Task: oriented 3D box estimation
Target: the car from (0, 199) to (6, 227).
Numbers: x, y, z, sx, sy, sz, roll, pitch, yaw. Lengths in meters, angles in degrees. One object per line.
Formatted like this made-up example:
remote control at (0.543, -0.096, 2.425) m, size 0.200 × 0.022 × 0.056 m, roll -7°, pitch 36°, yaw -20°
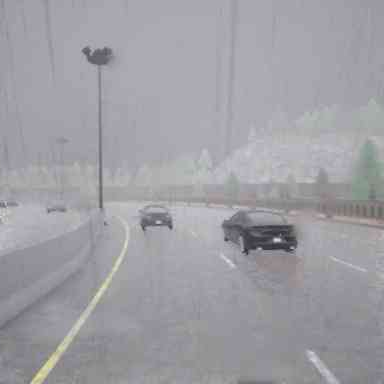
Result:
car at (-12.942, 1.476, 19.436) m, size 2.097 × 1.767 × 4.553 m, roll -1°, pitch 0°, yaw -13°

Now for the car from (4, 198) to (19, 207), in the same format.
car at (-31.041, 1.730, 56.563) m, size 2.097 × 1.767 × 4.553 m, roll -1°, pitch 0°, yaw -39°

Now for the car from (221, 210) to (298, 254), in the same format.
car at (2.514, 1.444, 13.471) m, size 1.882 × 1.535 × 5.008 m, roll 0°, pitch 0°, yaw -7°

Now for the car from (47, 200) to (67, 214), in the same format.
car at (-15.424, 1.689, 37.860) m, size 1.812 × 1.442 × 4.674 m, roll -1°, pitch 0°, yaw -25°

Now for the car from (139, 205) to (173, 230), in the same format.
car at (-2.347, 1.538, 21.063) m, size 1.812 × 1.442 × 4.674 m, roll -1°, pitch 0°, yaw -12°
